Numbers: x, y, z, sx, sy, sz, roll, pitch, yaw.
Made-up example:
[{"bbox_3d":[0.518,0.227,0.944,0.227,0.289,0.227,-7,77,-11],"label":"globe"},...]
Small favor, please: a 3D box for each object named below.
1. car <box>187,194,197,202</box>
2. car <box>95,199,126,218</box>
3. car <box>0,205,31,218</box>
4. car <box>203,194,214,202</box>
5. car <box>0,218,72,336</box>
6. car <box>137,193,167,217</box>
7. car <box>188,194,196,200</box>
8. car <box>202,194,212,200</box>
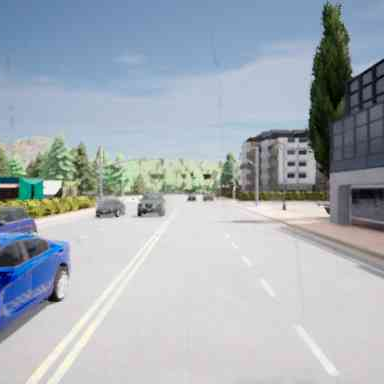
[{"bbox_3d":[-0.027,1.240,68.462,2.128,1.511,4.902,0,0,0],"label":"car"},{"bbox_3d":[-7.025,1.391,29.173,1.837,1.490,4.892,0,0,0],"label":"car"},{"bbox_3d":[-7.063,1.307,11.127,2.097,1.767,4.553,0,0,0],"label":"car"},{"bbox_3d":[3.473,1.233,68.078,1.837,1.490,4.892,0,0,0],"label":"car"},{"bbox_3d":[-3.587,1.456,5.380,1.882,1.535,5.008,0,0,0],"label":"car"},{"bbox_3d":[-3.518,1.106,29.966,2.150,2.045,5.566,0,0,0],"label":"car"},{"bbox_3d":[-0.031,1.215,78.539,1.895,1.301,4.718,0,0,0],"label":"car"},{"bbox_3d":[3.469,1.158,78.467,2.033,1.411,5.357,0,0,0],"label":"car"}]
